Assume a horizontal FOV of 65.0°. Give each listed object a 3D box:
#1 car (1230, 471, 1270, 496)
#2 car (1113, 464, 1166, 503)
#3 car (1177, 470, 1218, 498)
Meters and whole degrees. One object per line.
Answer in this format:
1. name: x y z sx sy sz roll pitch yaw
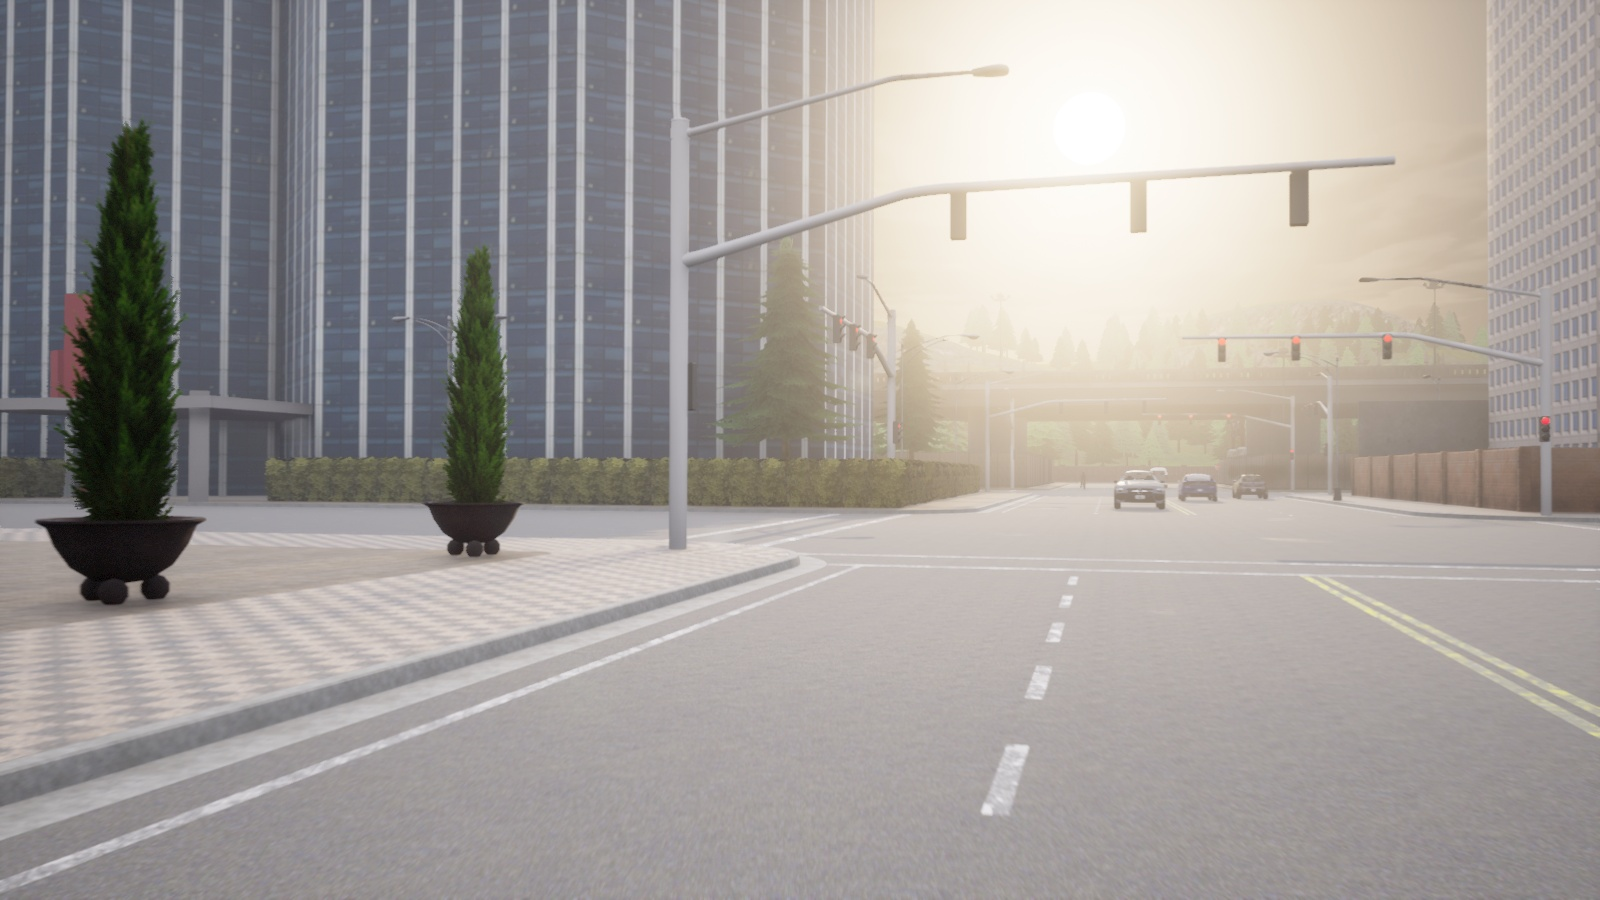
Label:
1. car: 27.260 1.994 76.180 1.816 1.474 4.193 0 -1 14
2. car: 14.923 1.461 55.391 2.152 1.651 5.027 0 -1 14
3. car: 22.170 1.878 70.179 1.882 1.535 5.008 0 -1 14
